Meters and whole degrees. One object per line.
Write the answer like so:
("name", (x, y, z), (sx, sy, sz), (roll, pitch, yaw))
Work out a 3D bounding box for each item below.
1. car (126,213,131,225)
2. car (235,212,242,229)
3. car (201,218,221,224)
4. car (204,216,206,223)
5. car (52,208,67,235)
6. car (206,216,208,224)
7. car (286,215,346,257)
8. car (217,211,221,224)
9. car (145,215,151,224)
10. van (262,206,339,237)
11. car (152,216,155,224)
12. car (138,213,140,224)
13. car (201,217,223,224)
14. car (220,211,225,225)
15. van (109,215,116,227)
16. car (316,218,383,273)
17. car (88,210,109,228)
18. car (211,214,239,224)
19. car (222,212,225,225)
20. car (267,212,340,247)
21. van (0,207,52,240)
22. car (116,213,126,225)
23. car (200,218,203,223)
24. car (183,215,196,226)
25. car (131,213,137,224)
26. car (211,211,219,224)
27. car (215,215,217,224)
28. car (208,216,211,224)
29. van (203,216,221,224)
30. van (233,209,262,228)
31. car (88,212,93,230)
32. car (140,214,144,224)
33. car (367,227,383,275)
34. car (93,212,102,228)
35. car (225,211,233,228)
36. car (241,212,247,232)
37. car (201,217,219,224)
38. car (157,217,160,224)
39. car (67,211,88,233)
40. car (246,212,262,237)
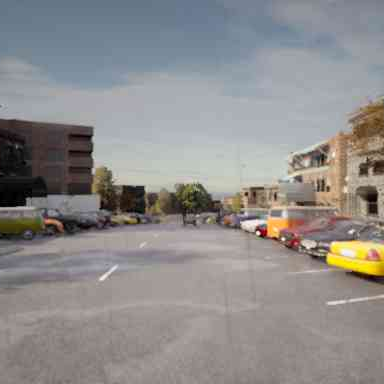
("car", (-11.710, 4.063, 47.497), (4.792, 1.488, 2.163), (1, -5, -21))
("car", (6.303, 2.589, 27.275), (4.674, 1.452, 2.002), (2, -4, -20))
("car", (5.206, 7.904, 91.614), (5.008, 1.535, 2.097), (3, -5, -21))
("car", (5.726, 5.758, 68.224), (5.008, 1.535, 2.097), (3, -6, -21))
("car", (-11.519, 2.221, 23.601), (4.553, 1.767, 2.185), (0, -4, -20))
("car", (5.760, 5.367, 65.306), (4.553, 1.767, 2.185), (3, -6, -21))
("car", (6.396, 1.769, 12.649), (4.892, 1.521, 2.231), (2, -3, -20))
("car", (6.144, 3.564, 41.912), (4.892, 1.521, 2.231), (2, -5, -21))
("car", (-11.912, 5.831, 68.426), (5.366, 1.575, 1.946), (1, -6, -21))
("van", (6.473, 1.806, 18.553), (4.442, 1.987, 1.878), (2, -3, -20))
("car", (-12.243, 6.406, 77.344), (5.566, 2.045, 2.435), (1, -5, -20))
("car", (-12.047, 4.760, 56.365), (5.366, 1.575, 1.946), (1, -5, -21))
("car", (5.174, 7.356, 85.693), (5.366, 1.575, 1.946), (3, -5, -21))
("car", (6.155, 3.221, 38.990), (4.553, 1.767, 2.185), (2, -5, -20))
("van", (-11.521, 3.129, 38.596), (4.442, 1.987, 1.878), (1, -5, -21))
("car", (6.572, 1.670, 9.796), (5.366, 1.575, 1.946), (1, -2, -20))
("car", (-11.564, 3.015, 35.564), (4.553, 1.767, 2.185), (1, -4, -20))
("car", (5.864, 4.849, 59.464), (4.553, 1.767, 2.185), (3, -6, -21))
("car", (6.190, 3.168, 36.043), (4.792, 1.488, 2.163), (2, -4, -20))
("car", (6.384, 1.888, 15.574), (5.008, 1.535, 2.097), (2, -3, -20))
("van", (-11.356, 1.944, 20.671), (4.442, 1.987, 1.878), (1, -3, -20))
("car", (-11.488, 3.574, 41.588), (5.366, 1.575, 1.946), (1, -5, -21))
("car", (5.425, 7.099, 82.838), (5.008, 1.535, 2.097), (3, -5, -21))
("car", (-0.351, 4.079, 48.318), (2.128, 1.511, 4.902), (0, -5, -1))
("car", (-11.608, 4.269, 50.534), (5.366, 1.575, 1.946), (1, -5, -21))
("car", (6.103, 3.761, 47.799), (5.566, 2.045, 2.435), (3, -5, -21))
("car", (6.107, 3.783, 44.842), (4.892, 1.521, 2.231), (2, -5, -21))
("car", (5.935, 4.723, 56.534), (5.008, 1.535, 2.097), (3, -6, -21))
("van", (5.387, 7.416, 88.748), (4.442, 1.987, 1.878), (3, -6, -21))
("van", (6.384, 2.519, 30.264), (4.442, 1.987, 1.878), (2, -4, -20))
("car", (-11.562, 2.760, 29.562), (4.792, 1.488, 2.163), (1, -4, -20))
("car", (-11.949, 4.773, 59.420), (5.566, 2.045, 2.435), (1, -5, -21))
("car", (6.415, 1.592, 6.802), (4.892, 1.521, 2.231), (1, -1, -20))
("car", (-11.558, 2.972, 32.560), (4.674, 1.452, 2.002), (1, -4, -20))
("car", (6.253, 2.936, 33.135), (5.008, 1.535, 2.097), (2, -4, -20))
("car", (6.326, 2.404, 24.342), (4.674, 1.452, 2.002), (2, -4, -20))
("car", (5.092, 8.048, 94.555), (4.553, 1.767, 2.185), (3, -6, -21))
("car", (-12.181, 7.911, 92.327), (4.553, 1.767, 2.185), (1, -5, -20))
("car", (-11.492, 2.287, 26.624), (5.566, 2.045, 2.435), (1, -4, -20))
("car", (6.316, 2.216, 21.414), (4.792, 1.488, 2.163), (2, -4, -20))
